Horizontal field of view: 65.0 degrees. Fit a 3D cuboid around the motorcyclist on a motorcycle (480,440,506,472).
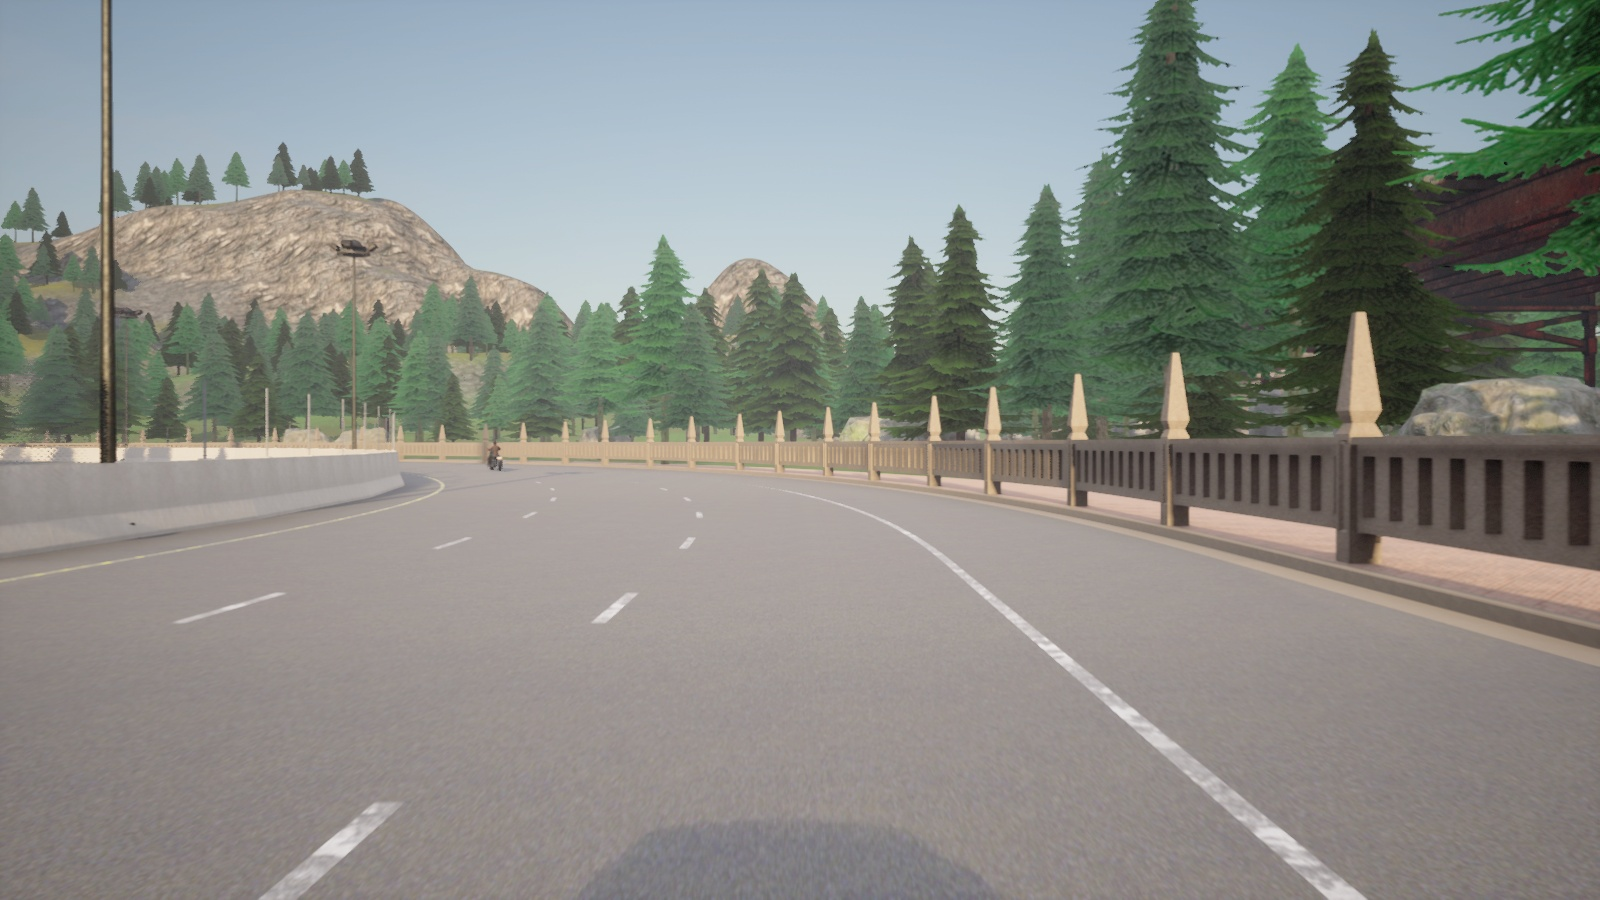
[{"bbox_3d":[-16.455,0.304,67.328,0.766,1.649,2.350,-1,1,-29],"label":"motorcyclist on a motorcycle"}]
